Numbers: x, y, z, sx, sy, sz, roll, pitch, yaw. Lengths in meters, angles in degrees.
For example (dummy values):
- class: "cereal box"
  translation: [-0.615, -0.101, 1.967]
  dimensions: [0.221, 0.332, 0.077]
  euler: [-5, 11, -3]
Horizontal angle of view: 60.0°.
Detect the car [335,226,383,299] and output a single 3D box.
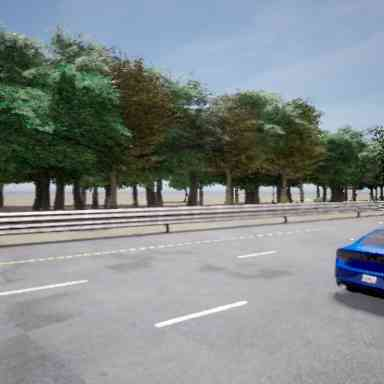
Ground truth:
- class: "car"
  translation: [5.340, 1.480, 7.678]
  dimensions: [5.008, 1.535, 1.882]
  euler: [0, 0, -36]
